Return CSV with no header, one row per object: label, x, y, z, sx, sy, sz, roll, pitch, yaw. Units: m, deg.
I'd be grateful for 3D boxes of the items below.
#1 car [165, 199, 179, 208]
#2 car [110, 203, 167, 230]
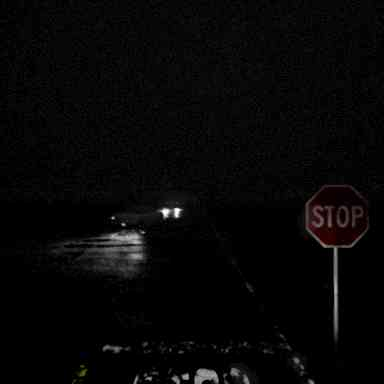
car,-2.801,1.589,47.026,1.895,1.301,4.718,0,0,0
car,-3.435,1.600,21.581,1.895,1.301,4.718,0,0,15
